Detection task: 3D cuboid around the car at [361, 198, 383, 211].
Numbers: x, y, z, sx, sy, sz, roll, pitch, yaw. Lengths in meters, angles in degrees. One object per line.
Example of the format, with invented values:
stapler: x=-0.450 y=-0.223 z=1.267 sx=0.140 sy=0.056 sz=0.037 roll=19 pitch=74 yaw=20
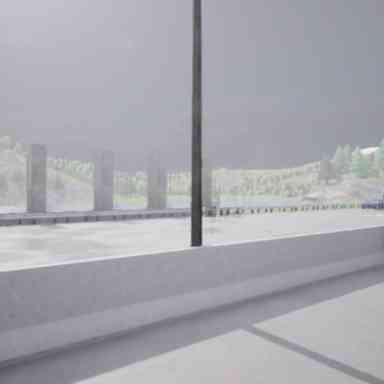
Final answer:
car: x=24.205 y=1.591 z=43.833 sx=5.008 sy=1.535 sz=1.882 roll=0 pitch=0 yaw=-37
